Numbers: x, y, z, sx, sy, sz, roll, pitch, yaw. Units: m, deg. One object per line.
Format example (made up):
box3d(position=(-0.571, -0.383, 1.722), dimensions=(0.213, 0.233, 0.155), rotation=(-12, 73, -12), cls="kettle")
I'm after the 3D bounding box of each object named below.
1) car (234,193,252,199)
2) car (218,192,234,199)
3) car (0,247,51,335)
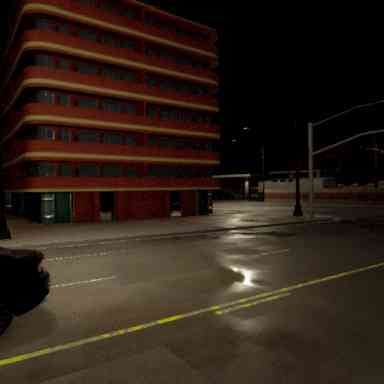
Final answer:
box3d(position=(12.945, 1.067, 81.987), dimensions=(3.806, 1.475, 1.970), rotation=(-1, 1, -35), cls="car")
box3d(position=(8.974, 0.935, 86.209), dimensions=(4.611, 1.667, 2.242), rotation=(-1, 1, -35), cls="car")
box3d(position=(-4.735, 1.512, 4.917), dimensions=(4.902, 1.511, 2.128), rotation=(0, 0, -35), cls="car")
